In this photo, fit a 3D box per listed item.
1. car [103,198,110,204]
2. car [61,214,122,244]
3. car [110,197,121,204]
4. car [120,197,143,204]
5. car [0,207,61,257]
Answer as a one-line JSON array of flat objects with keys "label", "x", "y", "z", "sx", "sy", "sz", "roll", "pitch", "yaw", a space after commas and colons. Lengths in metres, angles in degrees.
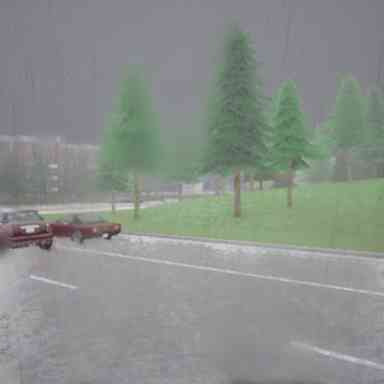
[{"label": "car", "x": -19.320, "y": 1.944, "z": 80.906, "sx": 2.097, "sy": 1.767, "sz": 4.553, "roll": -1, "pitch": 0, "yaw": 35}, {"label": "car", "x": -5.795, "y": 1.734, "z": 16.600, "sx": 4.718, "sy": 1.301, "sz": 1.895, "roll": -1, "pitch": 0, "yaw": 36}, {"label": "car", "x": -16.454, "y": 1.911, "z": 78.898, "sx": 2.097, "sy": 1.767, "sz": 4.553, "roll": -1, "pitch": 0, "yaw": 35}, {"label": "car", "x": -13.620, "y": 2.118, "z": 76.839, "sx": 1.895, "sy": 1.301, "sz": 4.718, "roll": -1, "pitch": 0, "yaw": 35}, {"label": "car", "x": -7.809, "y": 1.483, "z": 13.738, "sx": 4.553, "sy": 1.767, "sz": 2.097, "roll": -1, "pitch": -1, "yaw": 36}]
